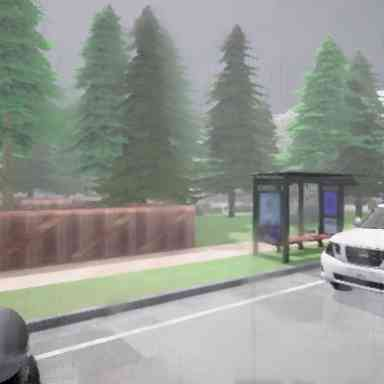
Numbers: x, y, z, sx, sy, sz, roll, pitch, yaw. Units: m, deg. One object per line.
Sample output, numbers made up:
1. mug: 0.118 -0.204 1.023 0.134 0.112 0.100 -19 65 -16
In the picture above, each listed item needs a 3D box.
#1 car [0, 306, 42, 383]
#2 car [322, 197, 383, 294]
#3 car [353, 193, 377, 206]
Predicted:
1. car: -3.438 1.480 1.533 5.008 1.535 1.882 0 0 -36
2. car: 5.451 1.224 7.885 5.566 2.045 2.150 0 0 -35
3. car: 27.631 1.166 53.185 3.866 1.878 1.905 0 0 -37
